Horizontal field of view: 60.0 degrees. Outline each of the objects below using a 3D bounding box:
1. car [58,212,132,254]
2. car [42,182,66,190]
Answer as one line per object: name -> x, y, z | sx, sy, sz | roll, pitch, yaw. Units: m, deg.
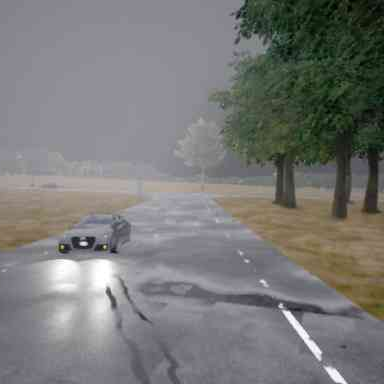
car -> -3.601, 1.496, 13.009 | 1.994, 1.385, 4.181 | 0, 1, 0
car -> -29.820, -1.287, 72.050 | 4.892, 1.490, 1.837 | 2, 2, 1
